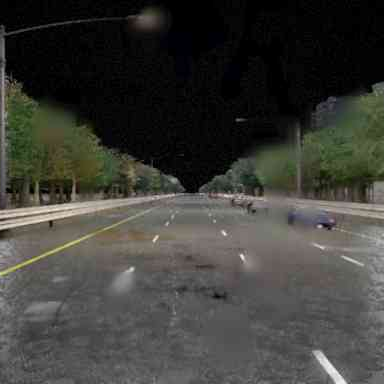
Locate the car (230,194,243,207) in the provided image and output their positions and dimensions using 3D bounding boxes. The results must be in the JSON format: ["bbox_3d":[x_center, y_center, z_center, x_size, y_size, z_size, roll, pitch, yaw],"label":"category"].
[{"bbox_3d":[7.008,1.514,51.222,2.128,1.511,4.902,0,0,0],"label":"car"}]

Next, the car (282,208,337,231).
[{"bbox_3d":[7.002,1.604,20.439,1.895,1.301,4.718,0,0,0],"label":"car"}]

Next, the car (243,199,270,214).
[{"bbox_3d":[7.004,1.574,35.601,1.994,1.385,4.181,0,0,0],"label":"car"}]
